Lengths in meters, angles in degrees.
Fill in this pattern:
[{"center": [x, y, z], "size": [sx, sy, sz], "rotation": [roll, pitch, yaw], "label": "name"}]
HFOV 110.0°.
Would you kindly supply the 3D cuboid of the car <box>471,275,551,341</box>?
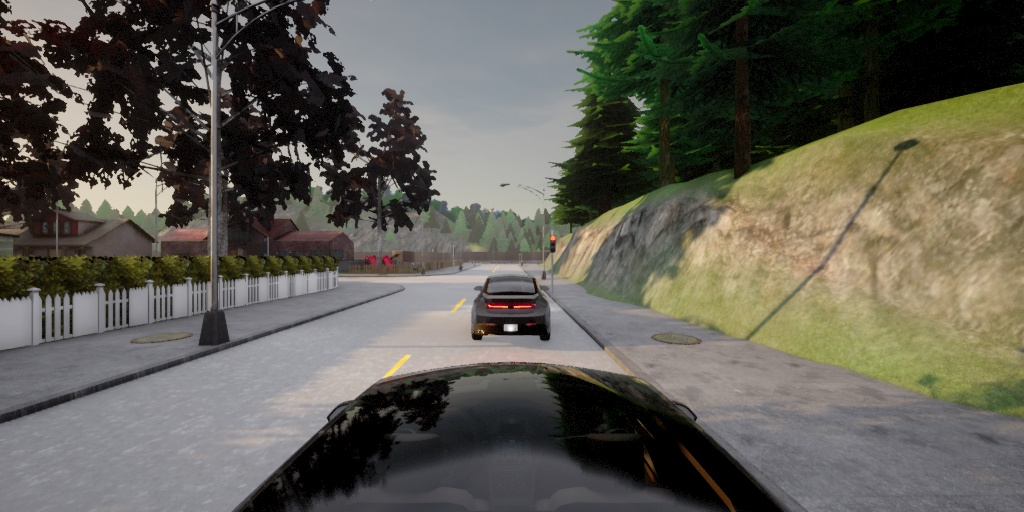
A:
[{"center": [-0.017, 1.255, 9.933], "size": [1.837, 1.490, 4.892], "rotation": [0, 0, 0], "label": "car"}]
